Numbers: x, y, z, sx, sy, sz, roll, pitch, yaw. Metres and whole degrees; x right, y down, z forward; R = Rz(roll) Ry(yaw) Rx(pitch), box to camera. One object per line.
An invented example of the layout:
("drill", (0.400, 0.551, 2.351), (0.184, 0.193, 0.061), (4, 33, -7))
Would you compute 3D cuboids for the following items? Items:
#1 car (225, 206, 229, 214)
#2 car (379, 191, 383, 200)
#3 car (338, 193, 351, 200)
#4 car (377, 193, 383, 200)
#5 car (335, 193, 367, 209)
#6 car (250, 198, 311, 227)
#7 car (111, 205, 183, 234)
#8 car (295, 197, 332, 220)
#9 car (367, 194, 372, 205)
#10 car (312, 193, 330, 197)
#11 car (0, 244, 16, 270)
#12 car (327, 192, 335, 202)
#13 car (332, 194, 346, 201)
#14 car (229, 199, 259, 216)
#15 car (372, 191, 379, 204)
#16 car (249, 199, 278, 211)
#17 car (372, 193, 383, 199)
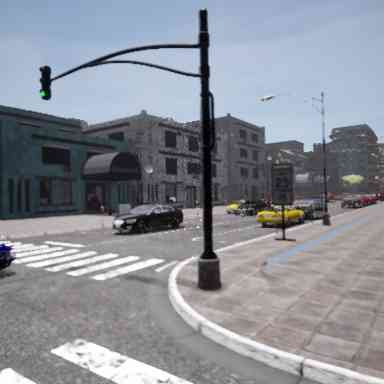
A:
("car", (5.152, 1.468, 34.502), (1.752, 1.417, 4.829), (-1, 0, 36))
("car", (34.715, 0.699, 61.129), (2.192, 1.841, 5.009), (-1, 0, 36))
("car", (34.408, 0.961, 75.007), (1.967, 1.590, 4.097), (-1, 0, 36))
("car", (37.959, 0.904, 65.613), (1.947, 1.339, 4.313), (-1, 0, 36))
("car", (18.520, 1.168, 38.702), (2.008, 1.369, 4.403), (-1, 0, 36))
("car", (5.660, 1.331, 20.899), (1.752, 1.417, 4.829), (-1, 0, 36))
("car", (-2.493, 1.506, 19.513), (2.128, 1.511, 4.902), (-2, -1, 36))
("car", (8.801, 1.310, 25.247), (2.008, 1.369, 4.403), (-1, 0, 36))
("car", (21.761, 1.152, 43.188), (1.802, 1.307, 4.206), (-1, 0, 36))
("car", (17.724, 1.251, 47.330), (1.812, 1.442, 4.674), (-2, -1, 36))
("car", (-6.960, 1.702, 7.996), (1.895, 1.301, 4.718), (-1, 0, 36))
("car", (24.686, 0.974, 61.552), (2.192, 1.841, 5.009), (-1, 0, 36))
("car", (31.170, 1.149, 70.521), (1.802, 1.307, 4.206), (-1, 0, 36))
("car", (5.602, 1.421, 30.692), (1.812, 1.442, 4.674), (-2, -1, 36))
("car", (24.998, 0.963, 47.673), (1.967, 1.590, 4.097), (-1, 0, 36))
("car", (8.493, 1.476, 39.125), (1.802, 1.307, 4.206), (-1, 0, 36))
("car", (43.544, 0.890, 77.947), (1.895, 1.301, 4.718), (-2, -1, 36))
